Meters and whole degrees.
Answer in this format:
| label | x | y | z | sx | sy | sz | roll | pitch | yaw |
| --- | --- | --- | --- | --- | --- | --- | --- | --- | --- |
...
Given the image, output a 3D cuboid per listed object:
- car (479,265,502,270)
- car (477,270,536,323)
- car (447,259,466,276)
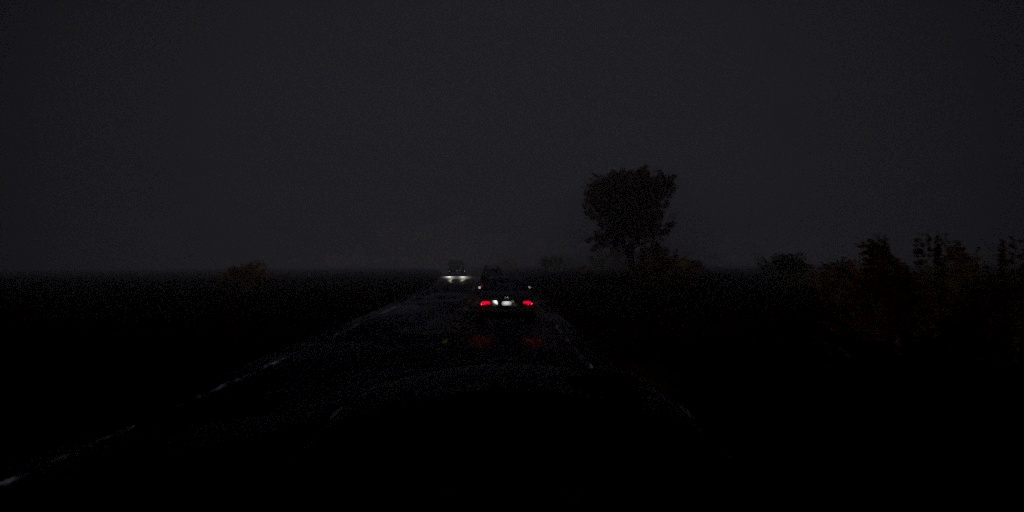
| label | x | y | z | sx | sy | sz | roll | pitch | yaw |
| --- | --- | --- | --- | --- | --- | --- | --- | --- | --- |
| car | -1.908 | 1.564 | 32.554 | 2.128 | 1.511 | 4.902 | 0 | -1 | -7 |
| car | -0.250 | 1.409 | 12.674 | 2.033 | 1.411 | 5.357 | 0 | -1 | -2 |
| car | -7.136 | 1.447 | 46.172 | 2.150 | 2.045 | 5.566 | 0 | -1 | -10 |
